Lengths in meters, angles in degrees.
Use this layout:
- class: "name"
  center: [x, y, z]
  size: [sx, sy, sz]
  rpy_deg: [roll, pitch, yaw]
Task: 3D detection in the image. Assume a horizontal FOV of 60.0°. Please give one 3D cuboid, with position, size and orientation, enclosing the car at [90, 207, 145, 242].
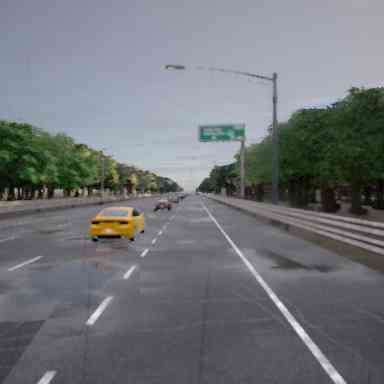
- class: "car"
  center: [-3.491, 1.476, 16.423]
  size: [1.882, 1.535, 5.008]
  rpy_deg: [0, 0, 0]

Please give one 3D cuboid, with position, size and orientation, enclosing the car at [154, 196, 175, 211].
- class: "car"
  center: [-3.432, 1.505, 40.700]
  size: [1.812, 1.442, 4.674]
  rpy_deg: [0, 0, 0]

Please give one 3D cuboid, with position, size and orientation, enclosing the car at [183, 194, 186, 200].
- class: "car"
  center: [-3.278, 1.416, 91.937]
  size: [1.882, 1.535, 5.008]
  rpy_deg: [0, 0, 0]

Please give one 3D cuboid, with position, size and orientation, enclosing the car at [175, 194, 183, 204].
- class: "car"
  center: [-3.359, 1.505, 63.864]
  size: [2.033, 1.411, 5.357]
  rpy_deg: [0, 0, 0]
